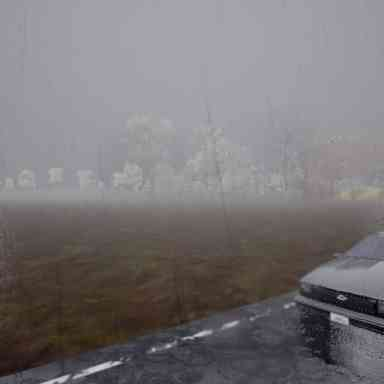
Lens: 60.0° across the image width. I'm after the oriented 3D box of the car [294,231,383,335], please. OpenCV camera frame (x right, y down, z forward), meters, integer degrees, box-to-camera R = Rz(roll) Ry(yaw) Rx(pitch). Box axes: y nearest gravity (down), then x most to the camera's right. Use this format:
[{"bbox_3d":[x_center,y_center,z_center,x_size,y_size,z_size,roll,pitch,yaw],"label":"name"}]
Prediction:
[{"bbox_3d":[4.352,1.520,6.661,5.357,1.411,2.033,0,0,-37],"label":"car"}]
